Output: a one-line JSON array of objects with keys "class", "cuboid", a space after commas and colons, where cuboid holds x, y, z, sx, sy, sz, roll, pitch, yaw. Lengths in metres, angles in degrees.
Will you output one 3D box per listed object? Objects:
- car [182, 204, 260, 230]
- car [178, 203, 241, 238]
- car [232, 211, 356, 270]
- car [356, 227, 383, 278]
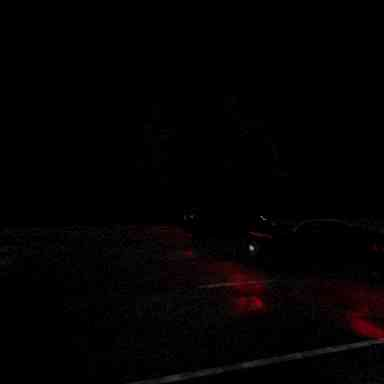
[{"class": "car", "cuboid": [1.838, 1.516, 21.244, 4.674, 1.442, 1.812, 0, 0, -19]}, {"class": "car", "cuboid": [1.647, 1.345, 17.467, 4.553, 1.767, 2.097, 0, 0, -19]}, {"class": "car", "cuboid": [4.102, 1.507, 10.910, 4.902, 1.511, 2.128, 0, 0, -19]}, {"class": "car", "cuboid": [6.791, 1.514, 8.127, 5.008, 1.535, 1.882, 0, 0, -19]}]
